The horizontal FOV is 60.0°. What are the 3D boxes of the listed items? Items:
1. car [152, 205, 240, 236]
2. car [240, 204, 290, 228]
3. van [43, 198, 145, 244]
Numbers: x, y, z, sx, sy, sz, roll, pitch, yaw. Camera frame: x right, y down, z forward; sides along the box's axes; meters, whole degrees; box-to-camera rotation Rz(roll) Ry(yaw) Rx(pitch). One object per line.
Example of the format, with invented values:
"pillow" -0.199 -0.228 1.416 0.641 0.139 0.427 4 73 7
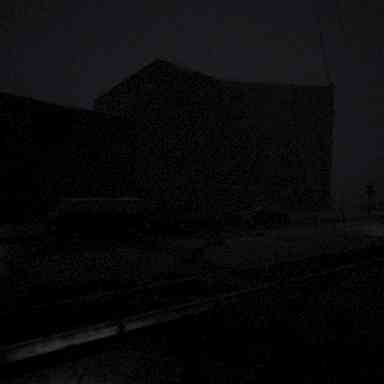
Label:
"car" 0.076 1.507 18.746 4.792 1.488 2.163 0 0 -36
"car" 4.533 1.527 21.963 4.674 1.452 2.002 0 -2 -36
"van" -4.483 1.242 15.475 4.442 1.987 1.878 0 0 -36
